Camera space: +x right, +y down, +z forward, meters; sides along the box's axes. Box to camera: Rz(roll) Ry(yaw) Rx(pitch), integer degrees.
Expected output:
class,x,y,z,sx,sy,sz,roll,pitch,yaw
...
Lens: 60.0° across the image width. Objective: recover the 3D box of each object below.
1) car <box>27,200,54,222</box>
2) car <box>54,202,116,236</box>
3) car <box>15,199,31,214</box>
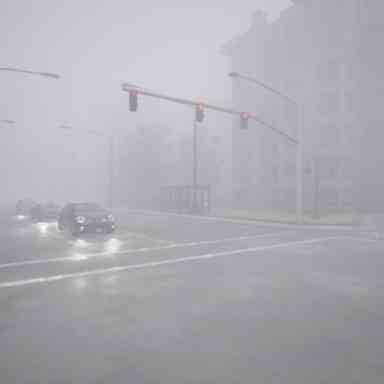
class,x,y,z,sx,sy,sz,roll,pitch,yaw
car,-11.637,1.592,26.803,1.994,1.385,4.181,0,0,-35
car,-5.969,1.368,18.622,2.097,1.767,4.553,0,0,-35
car,-17.535,1.546,35.365,1.837,1.490,4.892,0,0,-34
